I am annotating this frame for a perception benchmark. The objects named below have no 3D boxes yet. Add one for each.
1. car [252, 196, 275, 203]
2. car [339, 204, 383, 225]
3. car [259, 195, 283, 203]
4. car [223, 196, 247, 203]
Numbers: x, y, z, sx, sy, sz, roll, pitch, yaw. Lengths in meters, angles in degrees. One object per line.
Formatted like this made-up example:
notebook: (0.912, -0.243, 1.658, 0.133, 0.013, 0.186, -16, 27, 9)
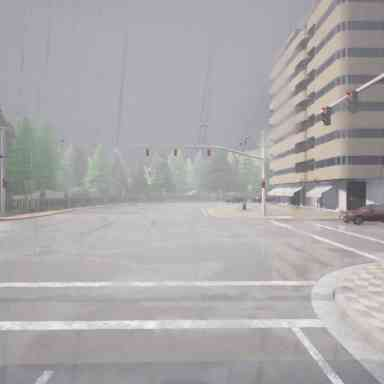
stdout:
car: (14.204, 1.526, 67.860, 4.674, 1.442, 1.812, 0, 0, -34)
car: (13.167, 1.581, 24.113, 4.674, 1.442, 1.812, 0, 0, -1)
car: (17.555, 1.525, 73.762, 4.902, 1.511, 2.128, 0, 0, -23)
car: (8.891, 1.547, 68.158, 5.357, 1.411, 2.033, 0, 0, -38)
